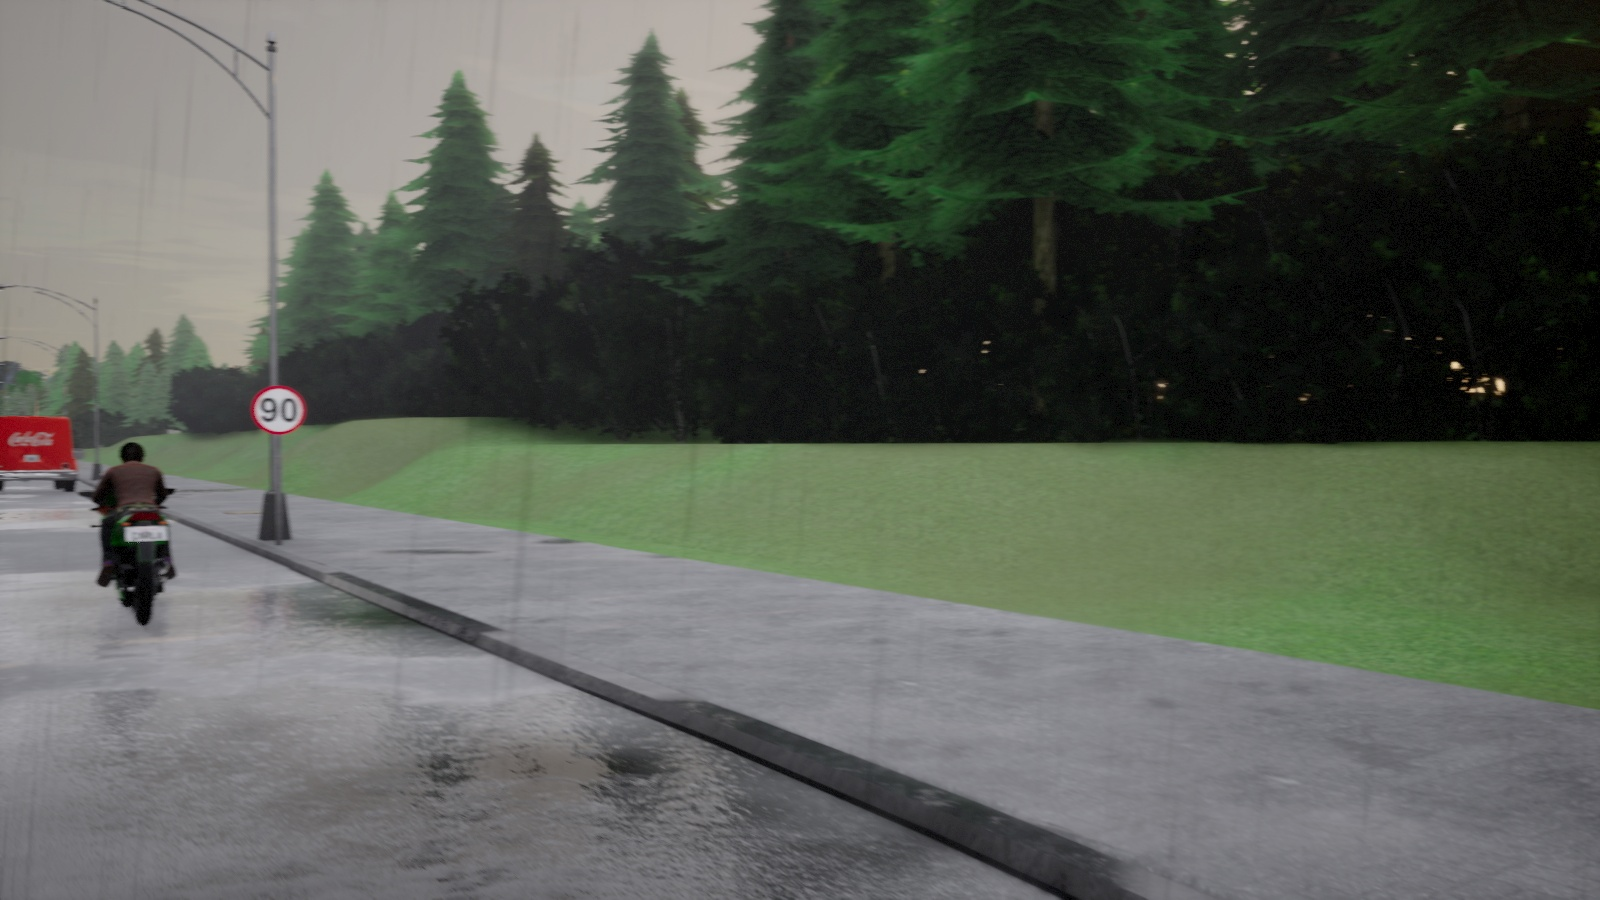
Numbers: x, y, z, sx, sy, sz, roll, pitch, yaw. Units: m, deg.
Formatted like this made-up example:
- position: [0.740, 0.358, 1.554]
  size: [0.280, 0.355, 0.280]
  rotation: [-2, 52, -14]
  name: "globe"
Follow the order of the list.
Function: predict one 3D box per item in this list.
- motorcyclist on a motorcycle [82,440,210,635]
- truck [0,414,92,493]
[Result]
- position: [-5.713, 0.680, 10.907]
  size: [0.797, 1.523, 2.044]
  rotation: [0, 0, -33]
  name: "motorcyclist on a motorcycle"
- position: [-25.298, 0.089, 41.934]
  size: [2.627, 2.467, 5.204]
  rotation: [0, 1, -32]
  name: "truck"
